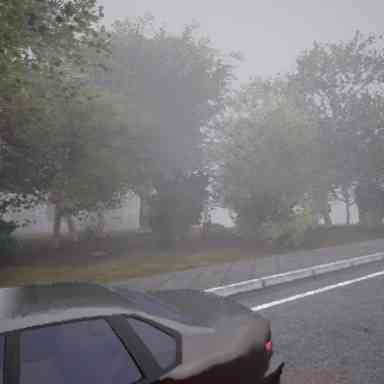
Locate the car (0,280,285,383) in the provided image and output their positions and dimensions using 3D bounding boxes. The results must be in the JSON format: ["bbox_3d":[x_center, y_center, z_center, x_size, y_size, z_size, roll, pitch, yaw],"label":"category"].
[{"bbox_3d":[-1.620,1.548,2.528,5.357,1.411,2.033,0,0,-35],"label":"car"}]
